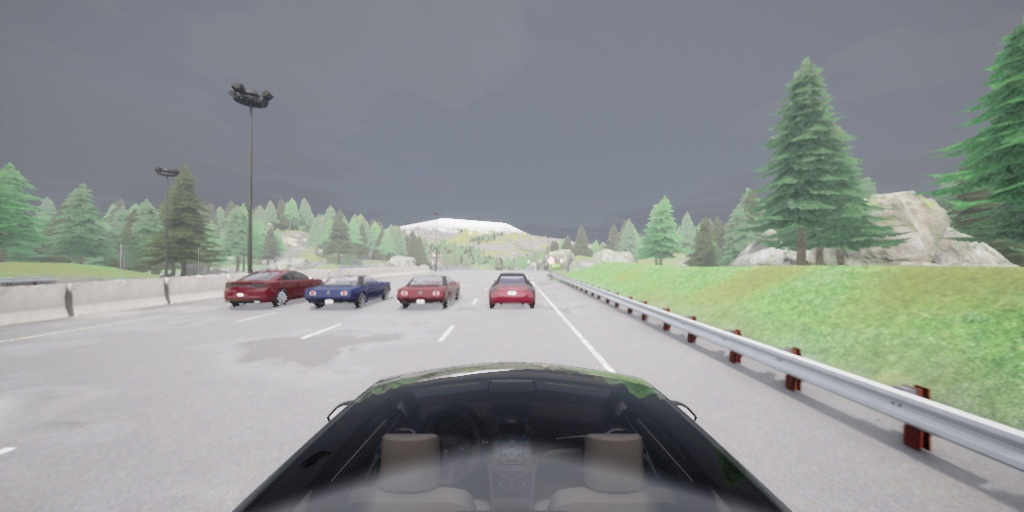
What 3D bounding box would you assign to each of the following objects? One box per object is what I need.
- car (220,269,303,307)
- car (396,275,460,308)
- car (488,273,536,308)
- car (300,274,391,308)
[{"bbox_3d":[-10.490,1.360,16.329,1.882,1.535,5.008,0,0,0],"label":"car"},{"bbox_3d":[-3.494,1.481,15.955,1.895,1.301,4.718,0,0,0],"label":"car"},{"bbox_3d":[0.009,1.445,16.135,1.994,1.385,4.181,0,0,0],"label":"car"},{"bbox_3d":[-6.993,1.481,15.956,1.895,1.301,4.718,0,0,0],"label":"car"}]
